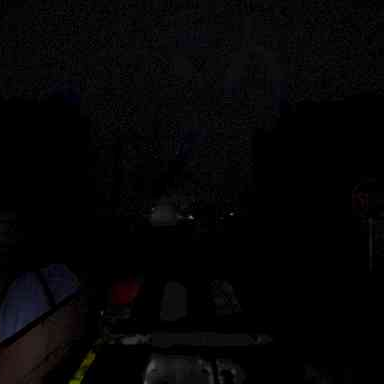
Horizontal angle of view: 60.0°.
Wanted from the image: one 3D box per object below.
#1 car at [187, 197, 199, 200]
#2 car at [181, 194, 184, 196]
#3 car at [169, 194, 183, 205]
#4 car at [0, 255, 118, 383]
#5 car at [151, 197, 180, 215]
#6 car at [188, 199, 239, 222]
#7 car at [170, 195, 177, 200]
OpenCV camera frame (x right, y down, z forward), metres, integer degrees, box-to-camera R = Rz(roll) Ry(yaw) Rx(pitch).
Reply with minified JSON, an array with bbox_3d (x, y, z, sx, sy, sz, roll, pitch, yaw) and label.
[{"bbox_3d":[0.331,1.451,51.674,2.128,1.511,4.902,0,0,0],"label":"car"},{"bbox_3d":[-2.582,1.520,55.231,1.994,1.385,4.181,0,0,0],"label":"car"},{"bbox_3d":[-2.597,1.444,44.586,1.882,1.535,5.008,0,0,0],"label":"car"},{"bbox_3d":[-2.455,1.552,3.870,2.033,1.411,5.357,0,0,5],"label":"car"},{"bbox_3d":[-2.791,1.526,33.554,2.033,1.411,5.357,0,0,4],"label":"car"},{"bbox_3d":[1.805,1.598,26.754,1.994,1.385,4.181,1,1,-38],"label":"car"},{"bbox_3d":[-5.392,1.467,95.054,1.752,1.417,4.829,1,0,-1],"label":"car"}]
